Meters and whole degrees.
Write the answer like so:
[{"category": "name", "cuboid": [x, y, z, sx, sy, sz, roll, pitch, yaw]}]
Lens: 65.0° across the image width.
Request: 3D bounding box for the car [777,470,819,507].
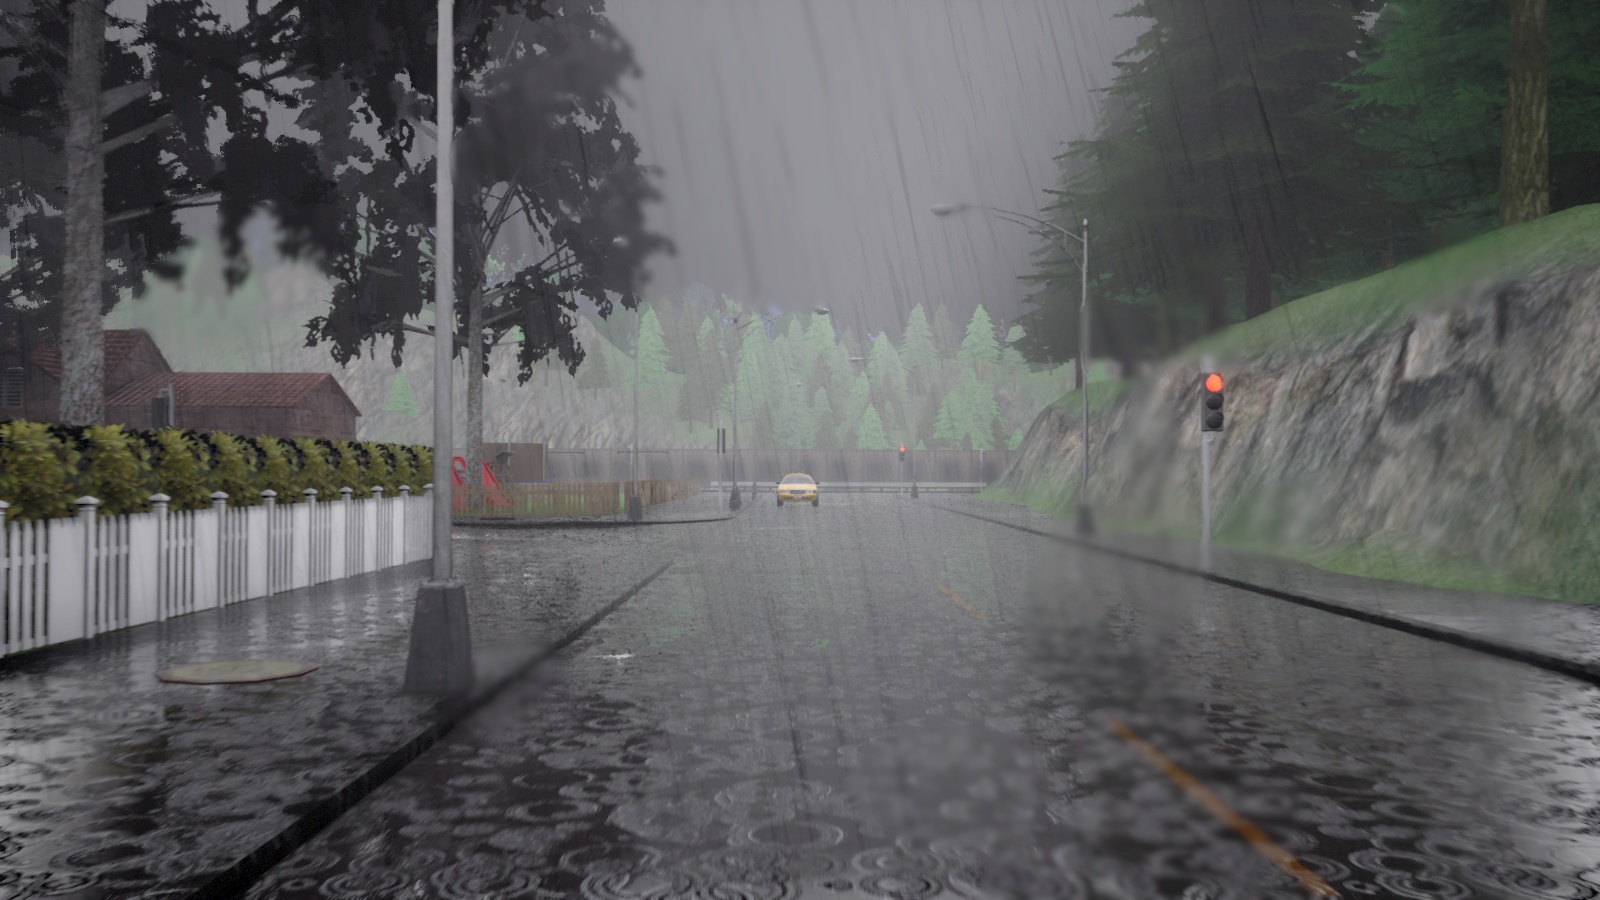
[{"category": "car", "cuboid": [-0.089, 1.700, 56.514, 1.801, 1.575, 5.366, 0, -1, 0]}]
